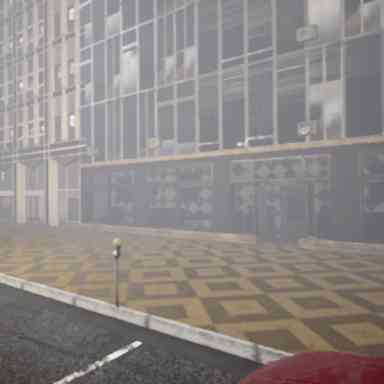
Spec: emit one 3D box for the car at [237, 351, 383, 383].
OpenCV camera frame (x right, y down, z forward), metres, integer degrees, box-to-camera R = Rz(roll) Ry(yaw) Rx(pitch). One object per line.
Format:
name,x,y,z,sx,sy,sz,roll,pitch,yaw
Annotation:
car,2.156,1.534,1.340,4.507,1.381,1.887,-1,0,35
